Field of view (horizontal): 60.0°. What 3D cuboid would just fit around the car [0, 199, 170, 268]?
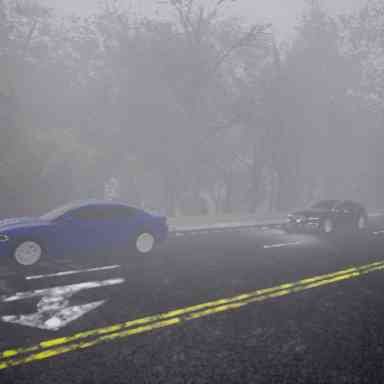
[{"bbox_3d":[-3.026,0.976,9.444,5.008,1.535,1.882,0,3,-35],"label":"car"}]

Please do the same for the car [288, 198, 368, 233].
[{"bbox_3d":[6.789,1.077,16.431,4.892,1.490,1.837,1,3,-35],"label":"car"}]
